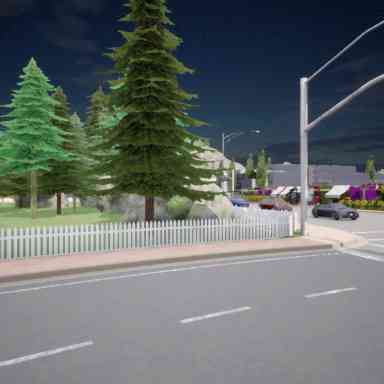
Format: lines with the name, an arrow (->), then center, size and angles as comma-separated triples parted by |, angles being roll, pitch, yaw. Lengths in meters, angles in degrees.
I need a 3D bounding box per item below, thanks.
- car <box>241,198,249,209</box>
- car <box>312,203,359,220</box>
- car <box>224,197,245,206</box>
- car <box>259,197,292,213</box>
car -> 6.495, 1.533, 47.632 | 1.882, 1.535, 5.008 | 0, 0, -17
car -> 12.156, 1.619, 28.441 | 1.994, 1.385, 4.181 | 0, 0, -16
car -> 7.353, 1.619, 57.747 | 1.994, 1.385, 4.181 | 0, 0, -16
car -> 9.413, 1.408, 37.735 | 2.097, 1.767, 4.553 | 0, 0, -16
